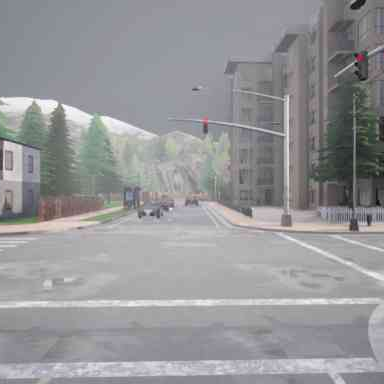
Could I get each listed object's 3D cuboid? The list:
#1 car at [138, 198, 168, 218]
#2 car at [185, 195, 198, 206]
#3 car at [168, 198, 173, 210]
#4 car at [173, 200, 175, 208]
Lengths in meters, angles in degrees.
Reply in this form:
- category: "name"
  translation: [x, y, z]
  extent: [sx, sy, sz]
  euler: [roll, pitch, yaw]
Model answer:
- category: "car"
  translation: [-3.627, 1.491, 29.818]
  extent: [2.128, 1.511, 4.902]
  euler: [0, 0, 0]
- category: "car"
  translation: [-0.064, 1.352, 54.222]
  extent: [2.097, 1.767, 4.553]
  euler: [0, 0, 0]
- category: "car"
  translation: [-3.636, 1.601, 39.048]
  extent: [1.895, 1.301, 4.718]
  euler: [0, 0, 0]
- category: "car"
  translation: [-3.630, 1.564, 49.071]
  extent: [1.994, 1.385, 4.181]
  euler: [0, 0, 0]
